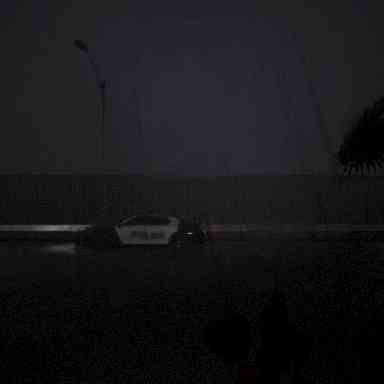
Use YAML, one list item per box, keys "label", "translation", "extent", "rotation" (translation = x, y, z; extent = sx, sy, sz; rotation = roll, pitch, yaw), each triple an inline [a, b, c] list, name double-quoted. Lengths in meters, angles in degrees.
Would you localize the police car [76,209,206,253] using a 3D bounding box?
- label: "police car"
  translation: [-1.951, 1.509, 13.203]
  extent: [4.974, 1.542, 2.038]
  rotation: [0, 0, 0]
